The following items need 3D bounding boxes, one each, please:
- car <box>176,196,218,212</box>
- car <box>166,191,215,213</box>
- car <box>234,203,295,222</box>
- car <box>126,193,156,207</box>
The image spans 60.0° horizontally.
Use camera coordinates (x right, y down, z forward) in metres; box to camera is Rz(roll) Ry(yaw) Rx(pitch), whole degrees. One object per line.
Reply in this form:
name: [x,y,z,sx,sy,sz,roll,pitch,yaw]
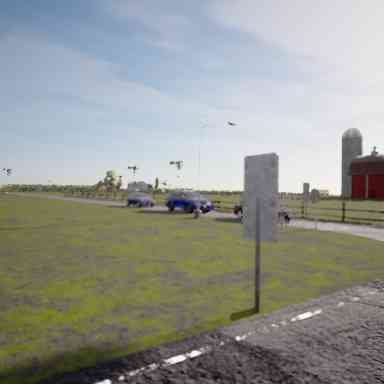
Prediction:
car: [0.454,1.246,36.666,2.128,1.511,4.902,2,0,-36]
car: [-0.411,0.947,32.841,2.150,2.045,5.566,2,0,-36]
car: [5.317,1.344,24.913,1.882,1.535,5.008,2,0,-36]
car: [-6.292,0.937,40.973,2.097,1.767,4.553,2,0,-36]
